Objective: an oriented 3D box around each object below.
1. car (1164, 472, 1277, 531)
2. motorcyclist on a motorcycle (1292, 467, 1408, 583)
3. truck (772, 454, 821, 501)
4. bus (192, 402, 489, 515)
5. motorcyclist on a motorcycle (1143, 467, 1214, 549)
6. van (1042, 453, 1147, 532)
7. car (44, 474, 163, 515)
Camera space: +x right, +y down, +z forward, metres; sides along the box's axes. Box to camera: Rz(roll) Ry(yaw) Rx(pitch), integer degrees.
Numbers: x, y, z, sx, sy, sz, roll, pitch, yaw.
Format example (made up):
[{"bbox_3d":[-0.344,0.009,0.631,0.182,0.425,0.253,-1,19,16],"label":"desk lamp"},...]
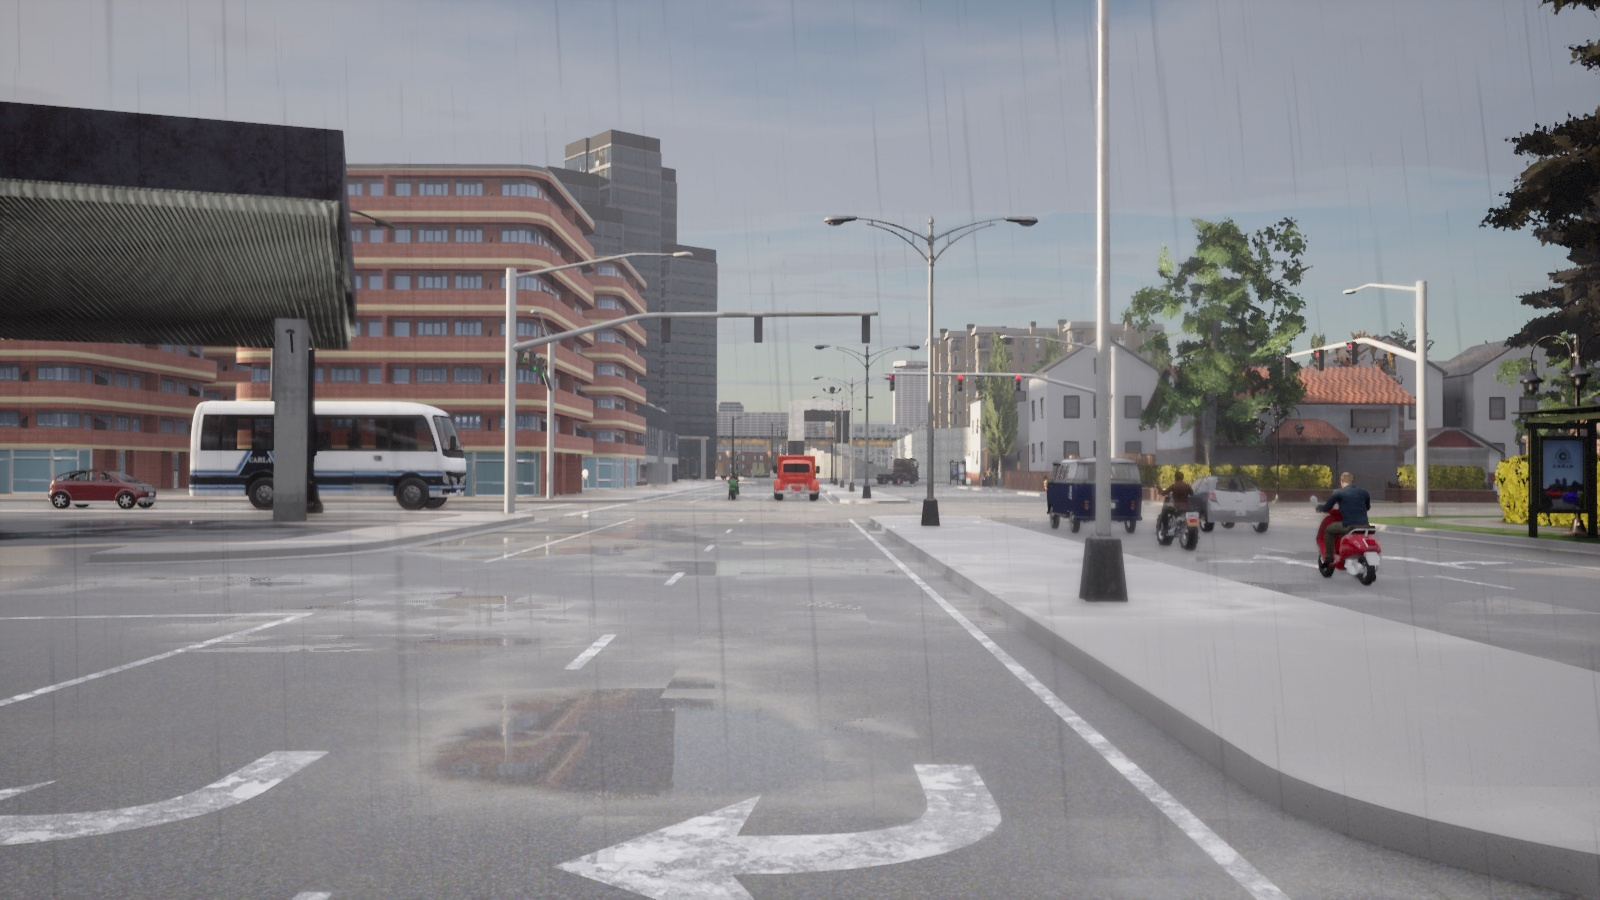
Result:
[{"bbox_3d":[11.409,1.370,34.329,1.845,1.501,3.633,0,-1,0],"label":"car"},{"bbox_3d":[7.951,1.049,18.245,0.866,1.590,1.817,0,-1,0],"label":"motorcyclist on a motorcycle"},{"bbox_3d":[-0.185,1.516,69.419,2.627,2.467,5.204,0,-1,0],"label":"truck"},{"bbox_3d":[-17.908,0.358,49.599,10.273,4.253,3.944,0,-1,-1],"label":"bus"},{"bbox_3d":[7.930,1.186,26.432,0.766,1.649,2.350,0,-1,0],"label":"motorcyclist on a motorcycle"},{"bbox_3d":[7.909,1.119,34.104,1.775,1.987,4.442,0,-1,0],"label":"van"},{"bbox_3d":[-27.353,1.747,49.395,3.705,1.549,1.789,0,-1,-1],"label":"car"}]
